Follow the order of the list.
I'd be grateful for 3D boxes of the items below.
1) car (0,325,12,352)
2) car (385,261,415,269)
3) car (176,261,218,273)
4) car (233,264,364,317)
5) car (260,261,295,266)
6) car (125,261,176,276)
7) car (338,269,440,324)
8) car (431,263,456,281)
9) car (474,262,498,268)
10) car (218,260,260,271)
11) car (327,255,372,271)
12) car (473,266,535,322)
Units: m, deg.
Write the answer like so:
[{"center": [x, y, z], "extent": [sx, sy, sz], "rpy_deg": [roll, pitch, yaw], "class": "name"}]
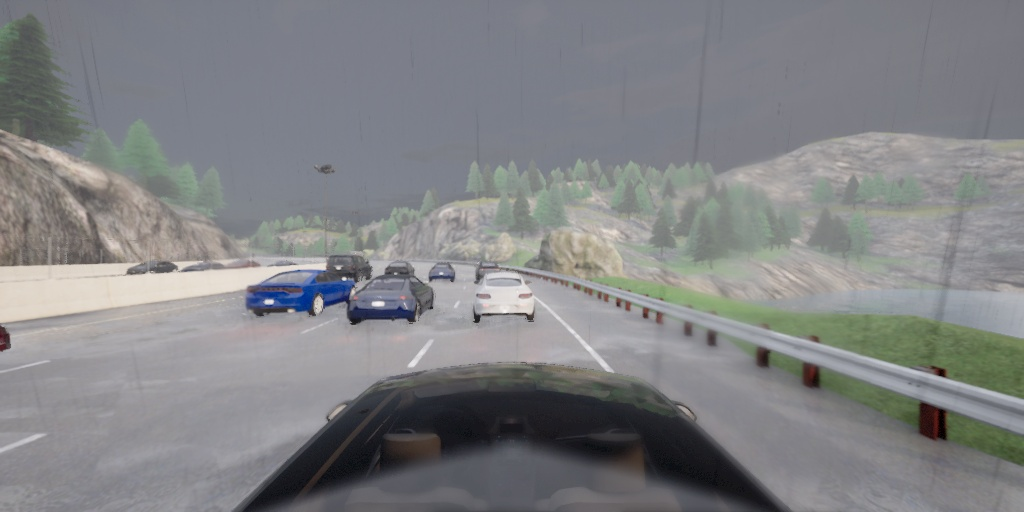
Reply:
[{"center": [-10.544, 1.326, 5.031], "extent": [1.994, 1.385, 4.181], "rpy_deg": [0, 0, -1], "class": "car"}, {"center": [-9.222, 1.172, 29.752], "extent": [1.882, 1.535, 5.008], "rpy_deg": [0, 0, -9], "class": "car"}, {"center": [-32.306, 1.266, 37.954], "extent": [2.033, 1.411, 5.357], "rpy_deg": [0, 0, -13], "class": "car"}, {"center": [-7.388, 1.212, 13.164], "extent": [1.882, 1.535, 5.008], "rpy_deg": [0, 0, -3], "class": "car"}, {"center": [-25.644, 1.247, 40.183], "extent": [2.033, 1.411, 5.357], "rpy_deg": [0, 0, -13], "class": "car"}, {"center": [-35.367, 1.235, 35.435], "extent": [1.837, 1.490, 4.892], "rpy_deg": [0, 0, -12], "class": "car"}, {"center": [-3.827, 1.294, 11.966], "extent": [1.994, 1.385, 4.181], "rpy_deg": [0, 0, -3], "class": "car"}, {"center": [-5.537, 1.254, 28.662], "extent": [1.994, 1.385, 4.181], "rpy_deg": [0, 0, -8], "class": "car"}, {"center": [-1.910, 1.176, 28.027], "extent": [2.128, 1.511, 4.902], "rpy_deg": [0, 0, -8], "class": "car"}, {"center": [-28.887, 1.187, 38.573], "extent": [1.882, 1.535, 5.008], "rpy_deg": [0, 0, -13], "class": "car"}, {"center": [-12.414, 0.928, 27.540], "extent": [2.150, 2.045, 5.566], "rpy_deg": [0, 0, -8], "class": "car"}, {"center": [-0.320, 1.249, 12.111], "extent": [1.812, 1.442, 4.674], "rpy_deg": [0, 0, -3], "class": "car"}]
